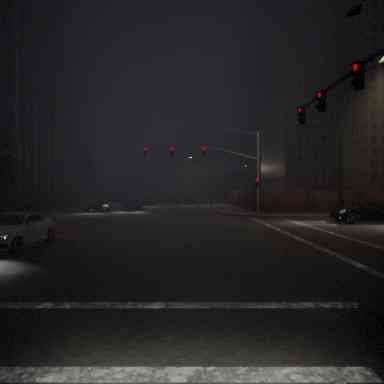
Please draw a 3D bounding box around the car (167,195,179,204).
[{"bbox_3d":[-3.627,1.352,64.942,2.097,1.767,4.553,0,0,0],"label":"car"}]

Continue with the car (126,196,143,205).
[{"bbox_3d":[-10.650,1.547,61.933,2.033,1.411,5.357,0,0,0],"label":"car"}]

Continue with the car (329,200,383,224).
[{"bbox_3d":[12.366,1.352,23.919,4.553,1.767,2.097,0,0,0],"label":"car"}]

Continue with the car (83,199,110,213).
[{"bbox_3d":[-10.687,1.547,37.748,2.033,1.411,5.357,0,0,-1],"label":"car"}]

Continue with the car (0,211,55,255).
[{"bbox_3d":[-7.126,1.525,13.418,1.812,1.442,4.674,0,0,0],"label":"car"}]

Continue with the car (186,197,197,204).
[{"bbox_3d":[-0.127,1.564,64.979,1.994,1.385,4.181,0,0,0],"label":"car"}]

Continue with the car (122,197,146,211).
[{"bbox_3d":[-7.158,1.526,40.579,1.812,1.442,4.674,0,0,-1],"label":"car"}]

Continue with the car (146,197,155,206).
[{"bbox_3d":[-7.185,1.527,54.293,1.812,1.442,4.674,0,1,0],"label":"car"}]
